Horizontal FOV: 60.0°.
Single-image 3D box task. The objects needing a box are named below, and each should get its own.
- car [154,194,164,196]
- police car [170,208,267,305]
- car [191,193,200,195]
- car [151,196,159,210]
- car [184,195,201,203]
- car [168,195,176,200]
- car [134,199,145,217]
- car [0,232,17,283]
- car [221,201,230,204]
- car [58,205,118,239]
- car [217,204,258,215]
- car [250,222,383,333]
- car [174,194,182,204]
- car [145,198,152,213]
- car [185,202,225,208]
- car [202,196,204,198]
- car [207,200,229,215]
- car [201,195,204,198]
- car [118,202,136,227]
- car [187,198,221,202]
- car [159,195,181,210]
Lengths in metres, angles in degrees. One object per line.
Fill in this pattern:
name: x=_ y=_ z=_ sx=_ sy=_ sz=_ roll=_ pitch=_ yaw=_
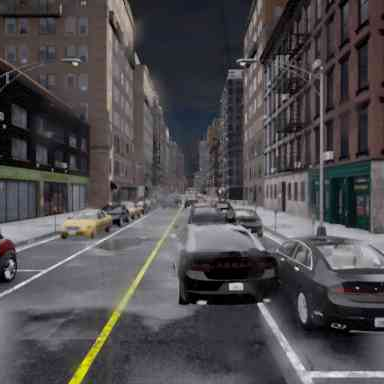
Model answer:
car: x=-5.466 y=1.288 z=55.443 sx=2.192 sy=1.841 sz=5.009 roll=0 pitch=0 yaw=0
police car: x=0.512 y=1.423 z=8.290 sx=1.930 sy=1.638 sz=5.238 roll=0 pitch=0 yaw=-6
car: x=-0.084 y=1.447 z=58.801 sx=1.882 sy=1.535 sz=5.008 roll=0 pitch=0 yaw=0
car: x=-5.443 y=1.538 z=39.205 sx=2.008 sy=1.369 sz=4.403 roll=0 pitch=0 yaw=0
car: x=-0.045 y=1.486 z=45.736 sx=1.837 sy=1.490 sz=4.892 roll=0 pitch=0 yaw=1
car: x=-5.520 y=1.461 z=92.645 sx=1.752 sy=1.417 sz=4.829 roll=0 pitch=0 yaw=0
car: x=-5.427 y=1.518 z=28.209 sx=1.752 sy=1.417 sz=4.829 roll=0 pitch=0 yaw=0
car: x=-5.396 y=1.438 z=6.729 sx=1.967 sy=1.590 sz=4.097 roll=0 pitch=0 yaw=0
car: x=2.598 y=1.558 z=28.382 sx=1.947 sy=1.339 sz=4.313 roll=0 pitch=0 yaw=0
car: x=-5.411 y=1.521 z=17.384 sx=1.752 sy=1.417 sz=4.829 roll=0 pitch=0 yaw=0
car: x=2.614 y=1.546 z=17.557 sx=2.008 sy=1.369 sz=4.403 roll=0 pitch=0 yaw=0
car: x=2.629 y=1.549 z=6.731 sx=2.008 sy=1.369 sz=4.403 roll=0 pitch=0 yaw=0
car: x=-2.836 y=1.569 z=60.189 sx=1.895 sy=1.301 sz=4.718 roll=0 pitch=0 yaw=0
car: x=-5.435 y=1.572 z=33.792 sx=1.802 sy=1.307 sz=4.206 roll=0 pitch=0 yaw=0
car: x=0.691 y=1.500 z=18.258 sx=1.837 sy=1.490 sz=4.892 roll=0 pitch=0 yaw=0
car: x=2.574 y=1.507 z=44.791 sx=1.752 sy=1.417 sz=4.829 roll=0 pitch=0 yaw=0
car: x=2.590 y=1.556 z=33.794 sx=1.947 sy=1.339 sz=4.313 roll=0 pitch=0 yaw=0
car: x=2.567 y=1.559 z=50.033 sx=1.802 sy=1.307 sz=4.206 roll=0 pitch=0 yaw=0
car: x=-5.419 y=1.560 z=22.967 sx=1.947 sy=1.339 sz=4.313 roll=0 pitch=0 yaw=0
car: x=0.792 y=1.472 z=24.257 sx=1.882 sy=1.535 sz=5.008 roll=0 pitch=0 yaw=0
car: x=-2.900 y=1.531 z=43.235 sx=2.033 sy=1.411 sz=5.357 roll=0 pitch=0 yaw=0
